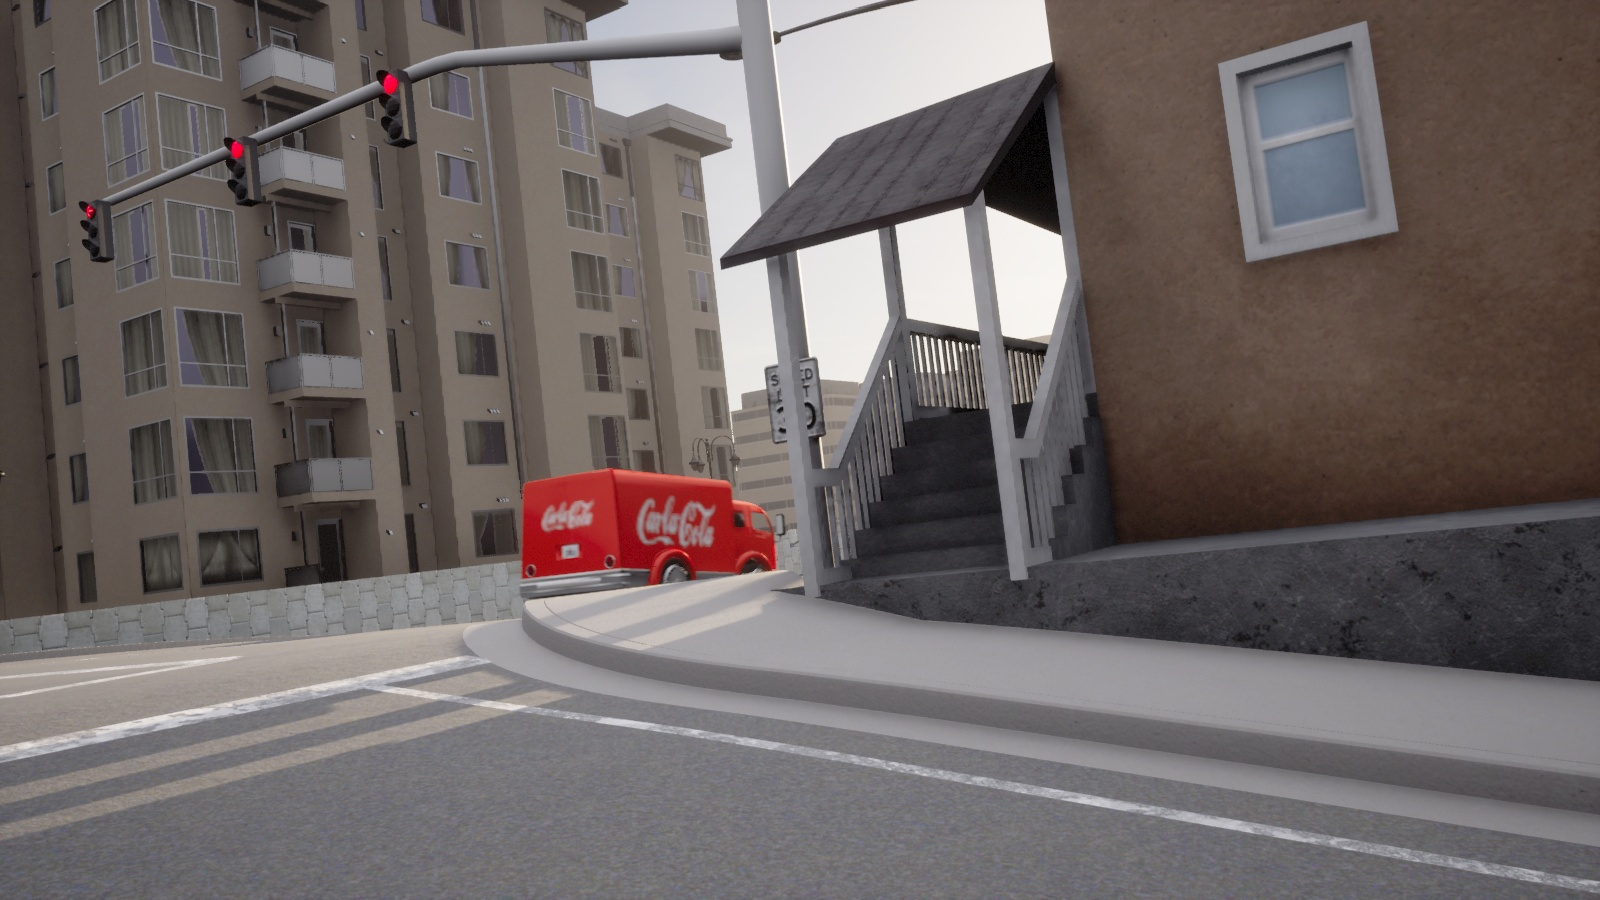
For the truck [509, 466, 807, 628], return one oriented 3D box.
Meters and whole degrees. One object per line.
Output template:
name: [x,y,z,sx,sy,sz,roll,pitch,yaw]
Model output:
truck: [-2.497,1.898,23.326,2.627,2.467,5.204,-10,-11,33]
